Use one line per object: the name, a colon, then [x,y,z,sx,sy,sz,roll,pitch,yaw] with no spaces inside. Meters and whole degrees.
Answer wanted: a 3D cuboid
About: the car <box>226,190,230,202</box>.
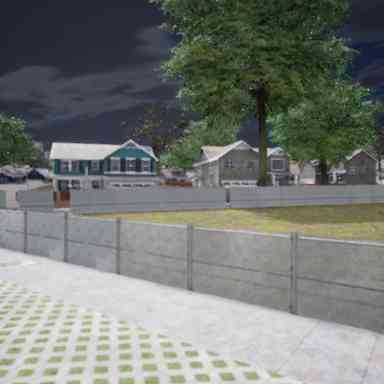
car: [3.815,0.450,33.318,4.181,1.385,1.994,-1,0,-16]
